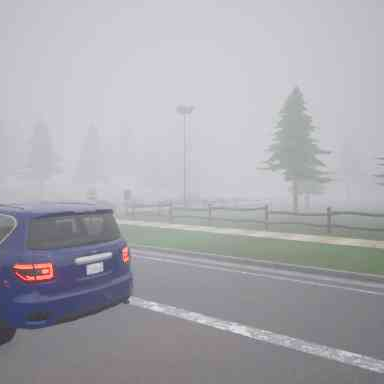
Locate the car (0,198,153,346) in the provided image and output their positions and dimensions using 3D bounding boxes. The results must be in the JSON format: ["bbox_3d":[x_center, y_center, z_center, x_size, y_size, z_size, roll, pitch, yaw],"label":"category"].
[{"bbox_3d":[-3.598,1.221,6.501,5.566,2.045,2.150,0,0,36],"label":"car"}]

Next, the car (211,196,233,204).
[{"bbox_3d":[6.179,1.615,67.465,2.033,1.411,5.357,0,0,35],"label":"car"}]

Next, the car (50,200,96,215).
[{"bbox_3d":[-12.420,1.564,34.944,1.994,1.385,4.181,0,0,35],"label":"car"}]

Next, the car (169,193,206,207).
[{"bbox_3d":[-0.624,1.221,51.802,2.150,2.045,5.566,0,0,35],"label":"car"}]

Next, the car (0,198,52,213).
[{"bbox_3d":[-18.869,1.491,37.947,2.128,1.511,4.902,0,0,35],"label":"car"}]

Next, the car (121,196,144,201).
[{"bbox_3d":[-9.521,1.351,51.296,2.097,1.767,4.553,0,0,35],"label":"car"}]

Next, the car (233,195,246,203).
[{"bbox_3d":[9.047,1.330,65.459,1.812,1.442,4.674,0,0,35],"label":"car"}]

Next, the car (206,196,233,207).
[{"bbox_3d":[3.933,1.547,52.200,2.033,1.411,5.357,0,0,35],"label":"car"}]

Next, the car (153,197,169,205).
[{"bbox_3d":[-4.217,1.477,52.769,1.882,1.535,5.008,0,0,35],"label":"car"}]

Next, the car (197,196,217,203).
[{"bbox_3d":[3.111,1.600,69.192,1.895,1.301,4.718,0,0,35],"label":"car"}]
